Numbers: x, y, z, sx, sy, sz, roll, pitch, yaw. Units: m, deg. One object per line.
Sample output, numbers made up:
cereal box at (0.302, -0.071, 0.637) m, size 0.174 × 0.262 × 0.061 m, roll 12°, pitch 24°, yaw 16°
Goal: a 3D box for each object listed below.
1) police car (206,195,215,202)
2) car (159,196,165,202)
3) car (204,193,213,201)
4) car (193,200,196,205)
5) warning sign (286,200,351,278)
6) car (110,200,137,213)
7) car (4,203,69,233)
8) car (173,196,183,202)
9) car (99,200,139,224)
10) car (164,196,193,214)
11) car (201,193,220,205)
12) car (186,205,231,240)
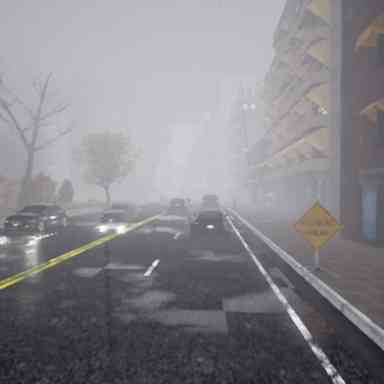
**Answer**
police car at (4.413, 1.588, 79.049) m, size 1.930 × 1.638 × 5.238 m, roll 1°, pitch 0°, yaw 0°
car at (-6.341, 1.523, 75.765) m, size 2.033 × 1.411 × 5.357 m, roll 1°, pitch 0°, yaw 1°
car at (4.395, 1.407, 89.056) m, size 2.150 × 2.045 × 5.566 m, roll 1°, pitch 0°, yaw -1°
car at (-0.635, 1.586, 48.615) m, size 1.812 × 1.442 × 4.674 m, roll 1°, pitch 0°, yaw 3°
warning sign at (3.233, 1.161, 8.629) m, size 1.300 × 1.860 × 1.060 m, roll 0°, pitch 0°, yaw 3°
car at (-7.754, 1.632, 38.210) m, size 1.895 × 1.301 × 4.718 m, roll 1°, pitch 0°, yaw 3°
car at (-8.888, 1.445, 19.415) m, size 1.837 × 1.490 × 4.892 m, roll 1°, pitch 0°, yaw 3°
car at (-3.092, 1.554, 75.741) m, size 2.033 × 1.411 × 5.357 m, roll 1°, pitch 0°, yaw 1°
car at (-5.315, 1.531, 25.055) m, size 2.033 × 1.411 × 5.357 m, roll 1°, pitch 0°, yaw 3°
car at (-1.338, 1.388, 35.306) m, size 2.097 × 1.767 × 4.553 m, roll 1°, pitch 0°, yaw 4°
car at (2.289, 1.303, 41.598) m, size 2.150 × 2.045 × 5.566 m, roll 1°, pitch 0°, yaw 3°
car at (0.970, 1.600, 17.507) m, size 1.994 × 1.385 × 4.181 m, roll 1°, pitch 0°, yaw 3°
